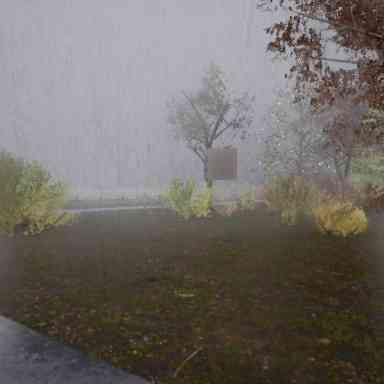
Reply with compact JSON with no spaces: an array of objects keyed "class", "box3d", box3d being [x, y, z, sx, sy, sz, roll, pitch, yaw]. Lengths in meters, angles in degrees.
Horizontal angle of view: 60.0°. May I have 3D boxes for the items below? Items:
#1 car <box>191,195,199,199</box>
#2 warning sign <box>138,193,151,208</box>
[{"class":"car","box3d":[0.839,1.190,53.425,2.097,1.767,4.553,1,1,40]},{"class":"warning sign","box3d":[-5.924,1.007,41.623,1.300,1.860,1.060,0,0,40]}]
